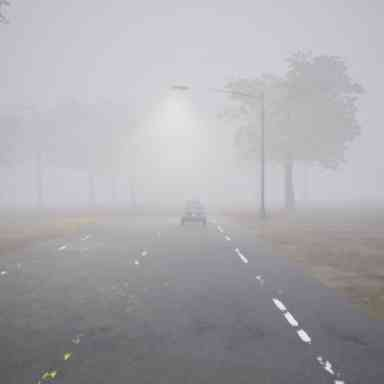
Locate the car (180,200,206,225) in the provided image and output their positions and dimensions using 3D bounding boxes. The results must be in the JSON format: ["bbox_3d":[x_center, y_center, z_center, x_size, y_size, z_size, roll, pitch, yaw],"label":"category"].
[{"bbox_3d":[0.098,1.591,24.485,2.033,1.411,5.357,0,0,0],"label":"car"}]
